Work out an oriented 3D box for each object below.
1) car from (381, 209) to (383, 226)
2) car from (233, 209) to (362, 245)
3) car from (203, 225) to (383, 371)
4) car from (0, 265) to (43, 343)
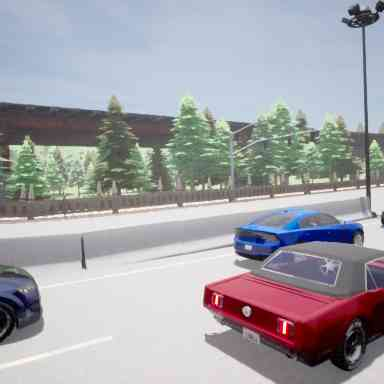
[{"bbox_3d":[10.840,0.879,15.876,4.181,1.385,1.994,-4,2,-36],"label":"car"},{"bbox_3d":[3.561,1.283,10.630,5.008,1.535,1.882,-3,2,-36],"label":"car"},{"bbox_3d":[2.573,1.528,5.607,4.718,1.301,1.895,-2,1,-36],"label":"car"},{"bbox_3d":[-4.489,1.563,4.847,4.181,1.385,1.994,0,0,-36],"label":"car"}]
